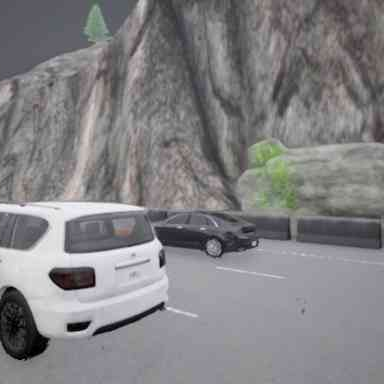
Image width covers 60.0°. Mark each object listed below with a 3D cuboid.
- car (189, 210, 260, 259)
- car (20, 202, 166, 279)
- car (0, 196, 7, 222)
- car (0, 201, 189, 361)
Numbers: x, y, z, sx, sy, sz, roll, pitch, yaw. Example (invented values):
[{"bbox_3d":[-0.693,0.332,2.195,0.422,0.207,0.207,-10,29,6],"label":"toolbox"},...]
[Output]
[{"bbox_3d":[0.102,1.464,12.521,4.892,1.490,1.837,0,0,36],"label":"car"},{"bbox_3d":[-3.253,1.300,10.616,4.553,1.767,2.097,0,0,36],"label":"car"},{"bbox_3d":[-15.257,1.117,23.486,4.553,1.767,2.097,1,1,36],"label":"car"},{"bbox_3d":[-2.980,1.189,6.121,5.566,2.045,2.150,0,0,36],"label":"car"}]
